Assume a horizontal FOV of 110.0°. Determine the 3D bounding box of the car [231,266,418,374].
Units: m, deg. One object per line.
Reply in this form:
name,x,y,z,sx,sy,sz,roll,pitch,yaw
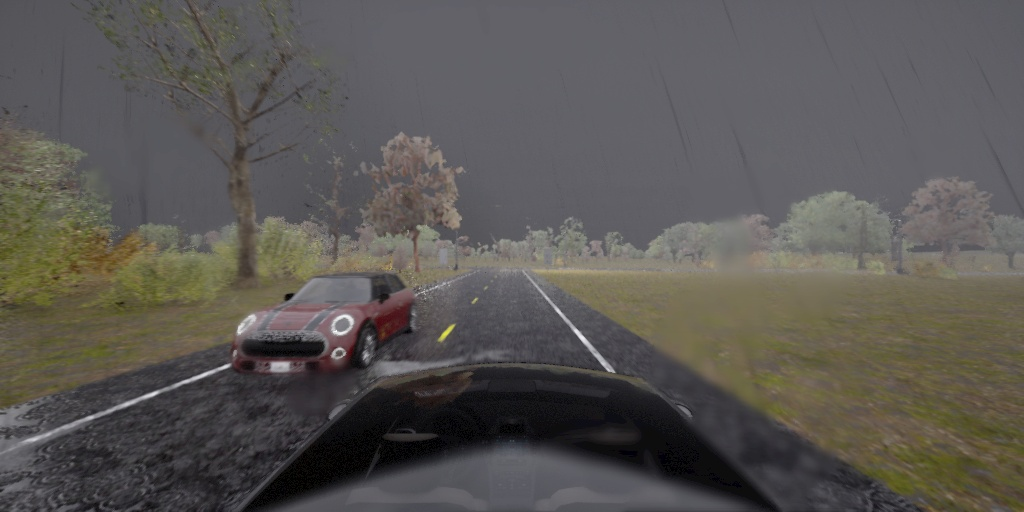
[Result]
car,-3.596,1.144,7.820,2.097,1.767,4.553,0,0,0
